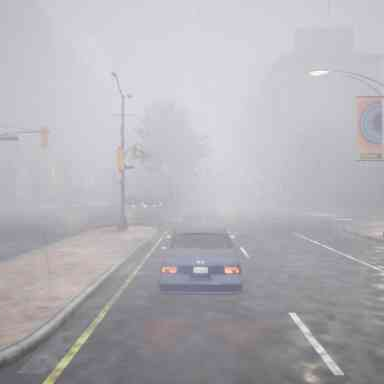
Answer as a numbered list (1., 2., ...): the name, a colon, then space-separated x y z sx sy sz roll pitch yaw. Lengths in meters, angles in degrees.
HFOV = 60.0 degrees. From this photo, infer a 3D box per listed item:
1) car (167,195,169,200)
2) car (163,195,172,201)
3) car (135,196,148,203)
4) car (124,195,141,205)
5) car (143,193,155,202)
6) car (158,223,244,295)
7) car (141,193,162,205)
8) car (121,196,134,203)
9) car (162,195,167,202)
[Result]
1. car: -6.618 1.525 76.487 2.128 1.511 4.902 0 0 1
2. car: -6.434 1.478 86.581 1.882 1.535 5.008 0 0 1
3. car: -10.281 1.505 67.992 1.837 1.490 4.892 0 0 1
4. car: -10.537 1.352 57.817 2.097 1.767 4.553 0 0 1
5. car: -10.079 1.225 78.678 2.150 2.045 5.566 0 0 1
6. car: 0.225 1.547 8.891 2.033 1.411 5.357 0 0 1
7. car: -7.037 1.352 57.941 2.097 1.767 4.553 0 0 1
8. car: -13.491 1.595 69.781 1.895 1.301 4.718 0 0 1
9. car: -6.824 1.352 66.713 2.097 1.767 4.553 0 0 1
